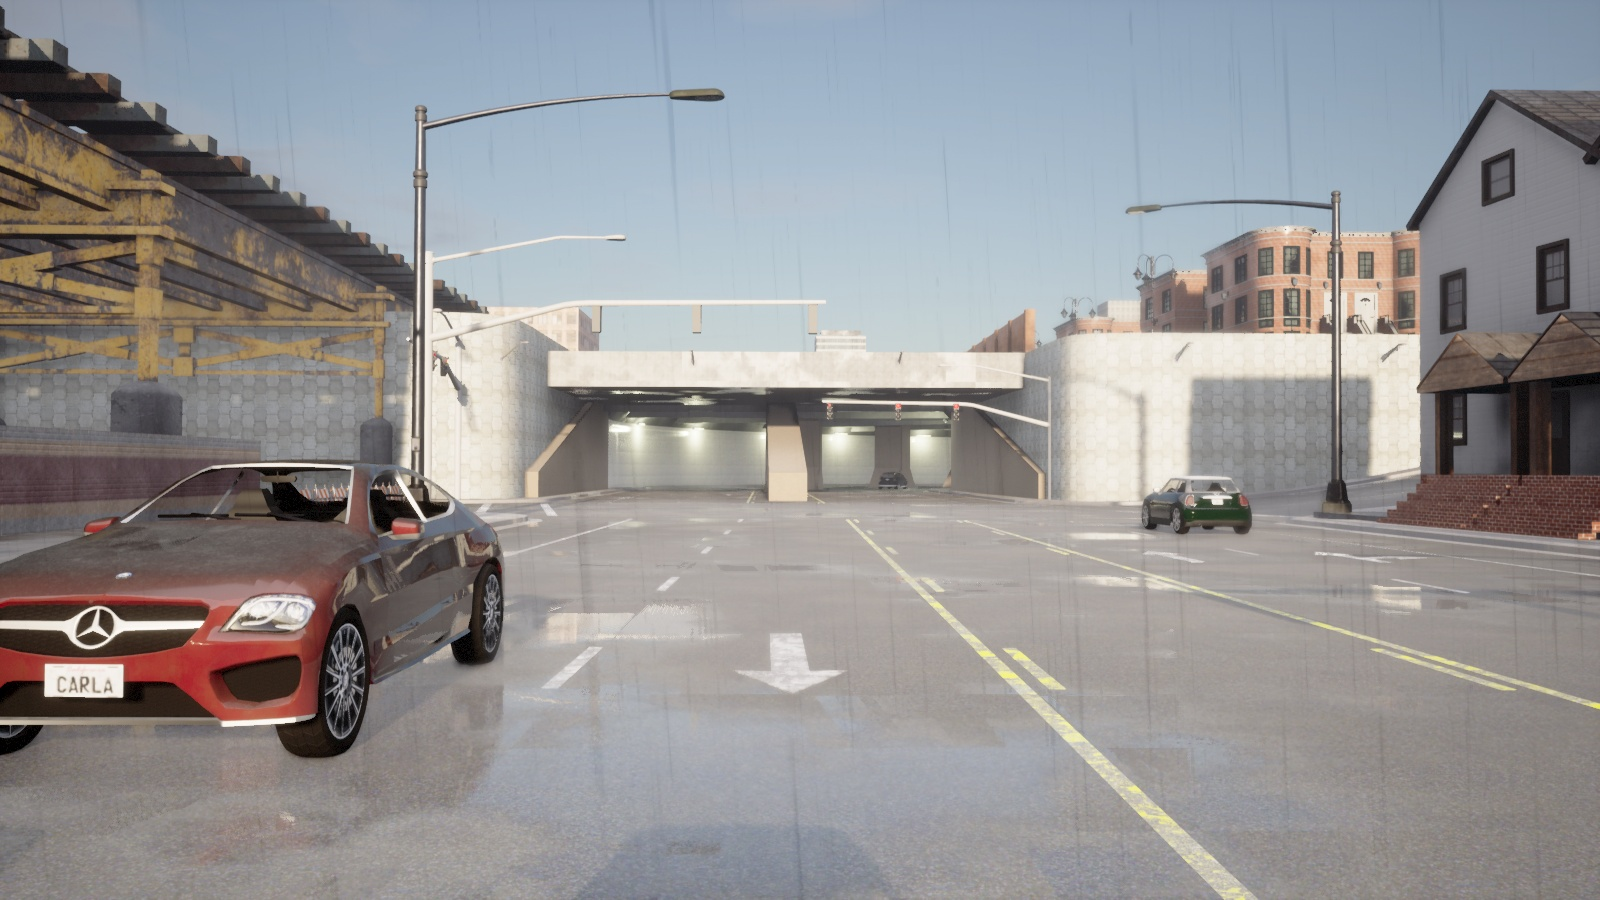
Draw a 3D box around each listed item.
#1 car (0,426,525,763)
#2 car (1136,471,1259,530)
[{"bbox_3d":[-3.521,0.754,8.692,2.152,1.651,5.027,0,-1,0],"label":"car"},{"bbox_3d":[10.448,1.298,33.317,1.970,1.475,3.806,0,-1,-1],"label":"car"}]
